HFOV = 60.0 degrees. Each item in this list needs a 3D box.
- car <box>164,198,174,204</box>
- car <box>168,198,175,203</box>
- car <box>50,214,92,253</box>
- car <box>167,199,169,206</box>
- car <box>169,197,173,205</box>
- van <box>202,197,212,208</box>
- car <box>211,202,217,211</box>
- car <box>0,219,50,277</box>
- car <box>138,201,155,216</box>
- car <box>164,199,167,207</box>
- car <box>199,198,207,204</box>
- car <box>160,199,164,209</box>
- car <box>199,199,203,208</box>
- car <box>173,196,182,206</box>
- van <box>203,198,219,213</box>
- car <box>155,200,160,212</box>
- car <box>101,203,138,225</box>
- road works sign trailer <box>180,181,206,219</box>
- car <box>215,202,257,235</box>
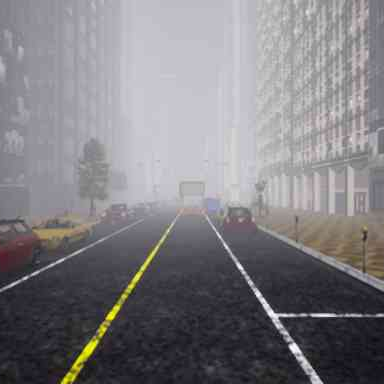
[{"bbox_3d":[-5.682,2.312,82.704,2.008,1.369,4.403,-1,-1,0],"label":"car"},{"bbox_3d":[-5.680,2.448,94.070,1.802,1.307,4.206,-1,-1,0],"label":"car"},{"bbox_3d":[-5.695,1.658,14.334,1.752,1.417,4.829,-1,-1,0],"label":"car"},{"bbox_3d":[-5.686,2.135,59.970,1.802,1.307,4.206,-1,-1,0],"label":"car"},{"bbox_3d":[-5.685,2.208,71.337,2.008,1.369,4.403,-1,-1,0],"label":"car"},{"bbox_3d":[2.692,1.894,59.971,1.690,1.788,3.998,-1,-1,0],"label":"van"},{"bbox_3d":[2.687,1.766,26.038,1.752,1.417,4.829,-1,-1,0],"label":"car"},{"bbox_3d":[-5.697,1.522,8.821,1.967,1.590,4.097,-1,-1,0],"label":"car"},{"bbox_3d":[-5.691,1.894,37.237,2.008,1.369,4.403,-1,-1,0],"label":"car"},{"bbox_3d":[-5.688,2.051,54.287,2.008,1.369,4.403,-1,-1,0],"label":"car"},{"bbox_3d":[2.699,2.312,82.702,2.008,1.369,4.403,-1,-1,0],"label":"car"},{"bbox_3d":[-5.689,1.993,48.604,1.887,1.381,4.507,-1,-1,0],"label":"car"},{"bbox_3d":[2.691,1.816,54.288,2.192,1.841,5.009,-1,-1,0],"label":"car"},{"bbox_3d":[-2.988,1.879,71.741,2.150,2.045,5.566,0,-1,0],"label":"car"},{"bbox_3d":[2.689,1.737,42.921,1.690,1.788,3.998,-1,-1,0],"label":"van"},{"bbox_3d":[-5.690,1.962,42.920,1.947,1.339,4.313,-1,-1,0],"label":"car"},{"bbox_3d":[-5.694,1.679,25.871,1.967,1.590,4.097,-1,-1,0],"label":"car"},{"bbox_3d":[0.025,0.762,32.302,2.380,3.560,2.880,0,-1,0],"label":"road works sign trailer"},{"bbox_3d":[2.685,1.627,20.186,1.967,1.590,4.097,-1,-1,0],"label":"car"}]
